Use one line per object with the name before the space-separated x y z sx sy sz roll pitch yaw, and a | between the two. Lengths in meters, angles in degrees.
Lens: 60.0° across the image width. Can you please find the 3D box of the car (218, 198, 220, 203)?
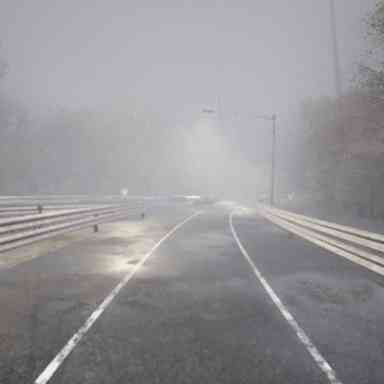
car | 4.550 1.600 70.434 1.994 1.385 4.181 2 0 24

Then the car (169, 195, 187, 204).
car | -2.581 1.354 62.876 1.882 1.535 5.008 2 0 24

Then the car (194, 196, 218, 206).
car | 2.123 1.584 56.193 2.033 1.411 5.357 2 0 24
